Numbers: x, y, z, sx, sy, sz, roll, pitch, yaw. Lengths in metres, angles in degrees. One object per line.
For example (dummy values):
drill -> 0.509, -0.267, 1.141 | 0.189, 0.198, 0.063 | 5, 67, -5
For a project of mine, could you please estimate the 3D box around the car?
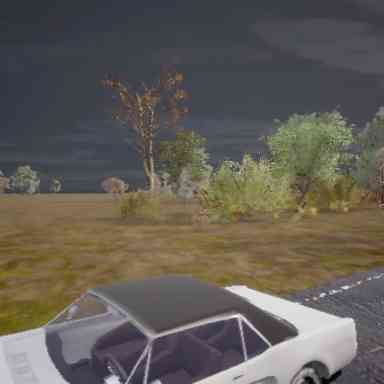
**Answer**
car -> -0.583, 1.604, 3.011 | 4.718, 1.301, 1.895 | 0, 0, -36
